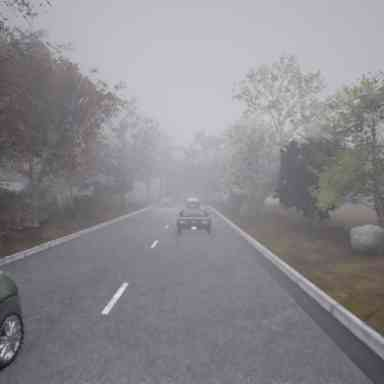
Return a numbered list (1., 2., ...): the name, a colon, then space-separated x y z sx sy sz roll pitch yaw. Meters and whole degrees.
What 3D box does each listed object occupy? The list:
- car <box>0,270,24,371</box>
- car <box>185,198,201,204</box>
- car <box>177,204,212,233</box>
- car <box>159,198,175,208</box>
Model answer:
1. car: -3.349 1.355 2.639 2.097 1.767 4.553 0 0 0
2. car: 0.087 1.472 42.737 1.882 1.535 5.008 0 0 -1
3. car: 0.109 1.612 19.840 1.895 1.301 4.718 0 0 0
4. car: -3.496 1.551 46.727 1.994 1.385 4.181 0 0 -3
